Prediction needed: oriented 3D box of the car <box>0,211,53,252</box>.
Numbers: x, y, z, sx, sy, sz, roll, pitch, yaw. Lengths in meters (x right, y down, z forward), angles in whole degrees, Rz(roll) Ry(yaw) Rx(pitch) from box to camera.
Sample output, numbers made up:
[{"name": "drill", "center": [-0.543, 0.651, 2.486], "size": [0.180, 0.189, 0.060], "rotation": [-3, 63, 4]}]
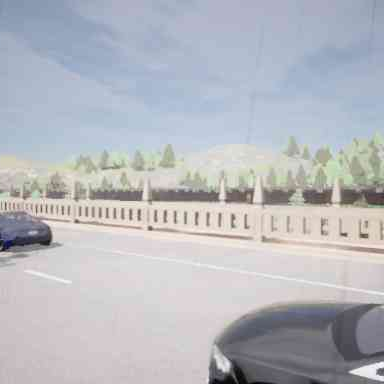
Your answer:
[{"name": "car", "center": [-7.638, 1.498, 13.744], "size": [4.181, 1.385, 1.994], "rotation": [0, 0, 36]}]

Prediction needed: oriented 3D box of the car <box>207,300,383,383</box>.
[{"name": "car", "center": [2.379, 1.495, 2.294], "size": [4.902, 1.511, 2.128], "rotation": [0, 0, 36]}]
